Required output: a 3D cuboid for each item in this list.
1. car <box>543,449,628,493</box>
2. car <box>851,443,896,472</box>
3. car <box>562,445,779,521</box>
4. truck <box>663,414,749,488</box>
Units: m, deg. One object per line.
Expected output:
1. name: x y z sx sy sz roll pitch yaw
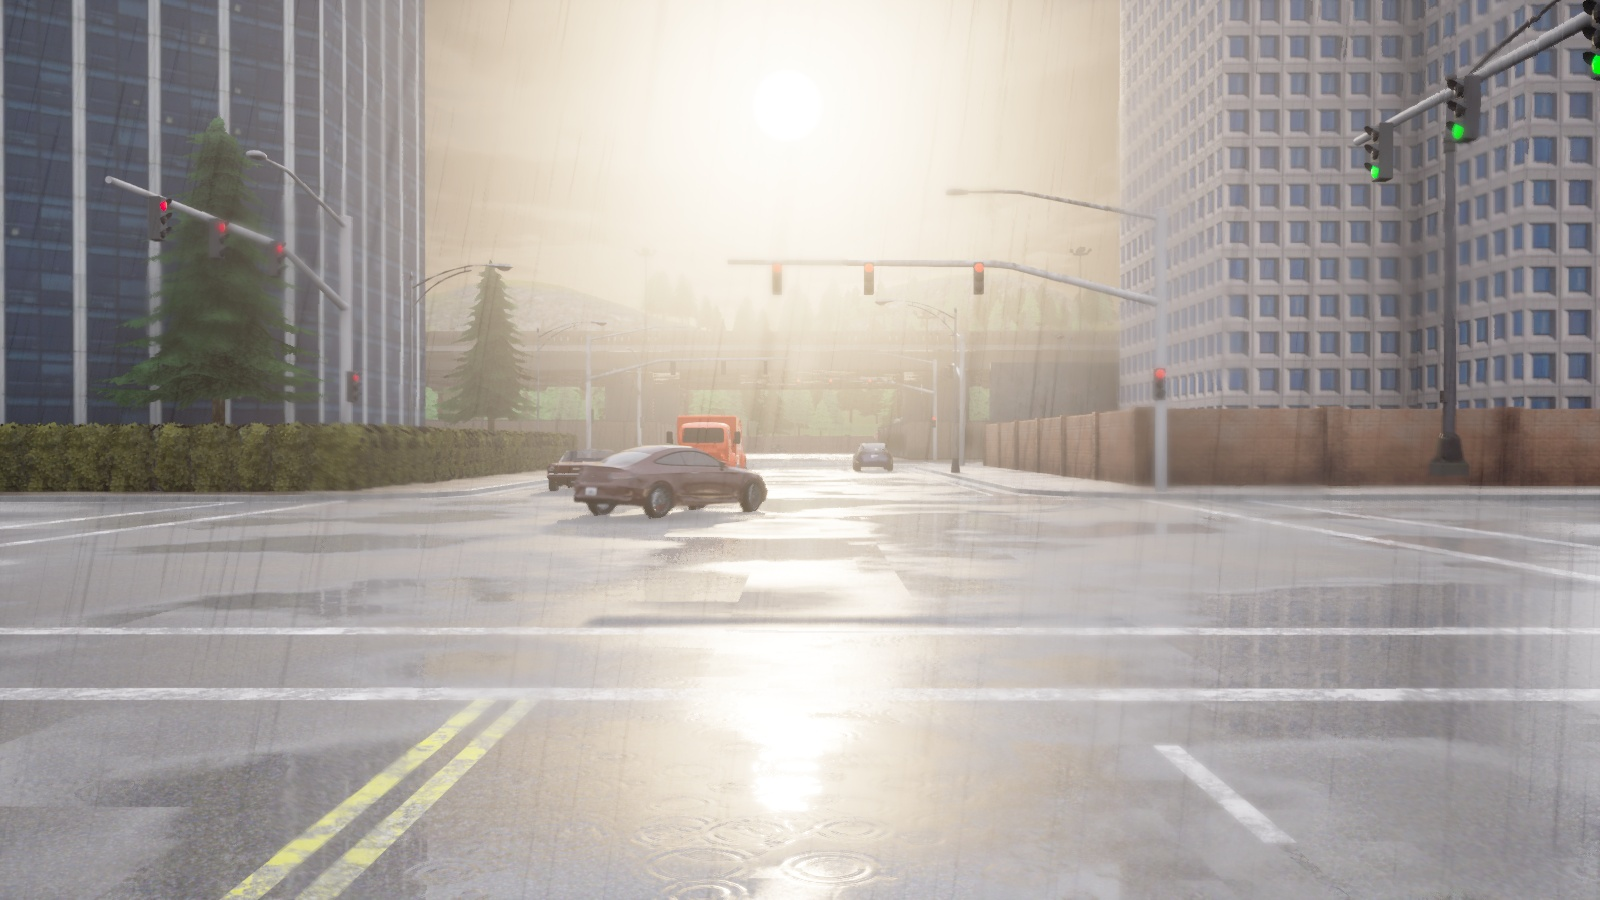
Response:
1. car: -6.769 0.615 40.157 1.895 1.301 4.718 0 0 0
2. car: 3.876 0.370 67.134 2.163 1.488 4.792 0 0 0
3. car: -2.604 0.622 26.322 1.812 1.442 4.674 0 1 38
4. truck: -3.246 0.006 44.496 2.627 2.467 5.204 0 0 0
